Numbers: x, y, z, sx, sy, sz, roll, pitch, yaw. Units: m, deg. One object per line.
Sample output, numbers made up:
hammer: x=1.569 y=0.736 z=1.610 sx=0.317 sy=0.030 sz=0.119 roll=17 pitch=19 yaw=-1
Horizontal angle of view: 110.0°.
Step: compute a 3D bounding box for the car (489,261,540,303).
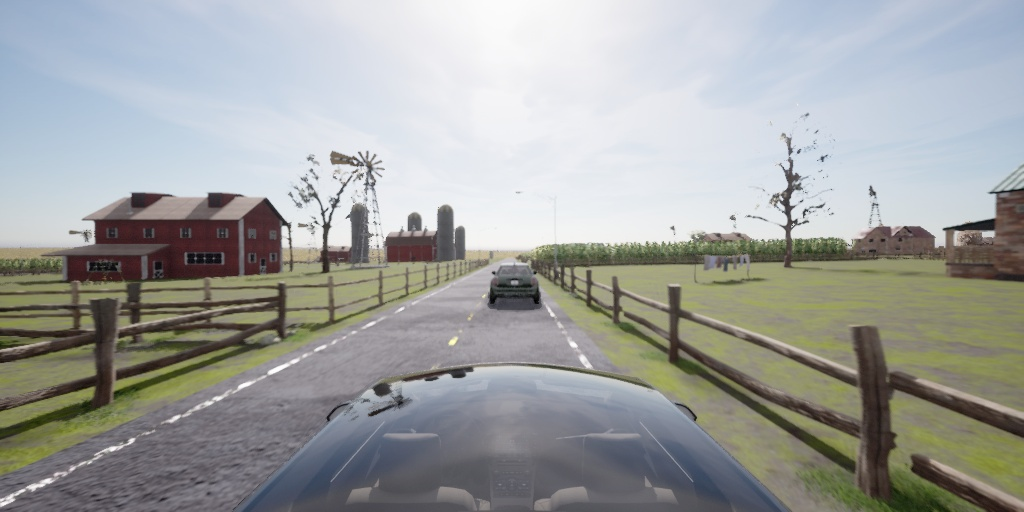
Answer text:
car: x=0.104 y=1.092 z=16.645 sx=2.097 sy=1.767 sz=4.553 roll=0 pitch=0 yaw=0
